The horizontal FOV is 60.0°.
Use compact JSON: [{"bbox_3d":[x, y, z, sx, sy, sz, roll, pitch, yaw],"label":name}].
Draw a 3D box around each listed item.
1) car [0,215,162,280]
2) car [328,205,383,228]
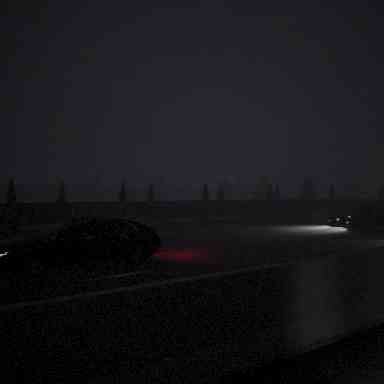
[{"bbox_3d":[-3.283,1.475,9.968,4.892,1.490,1.837,0,0,-33],"label":"car"},{"bbox_3d":[10.989,1.540,21.626,4.181,1.385,1.994,0,0,-23],"label":"car"}]
